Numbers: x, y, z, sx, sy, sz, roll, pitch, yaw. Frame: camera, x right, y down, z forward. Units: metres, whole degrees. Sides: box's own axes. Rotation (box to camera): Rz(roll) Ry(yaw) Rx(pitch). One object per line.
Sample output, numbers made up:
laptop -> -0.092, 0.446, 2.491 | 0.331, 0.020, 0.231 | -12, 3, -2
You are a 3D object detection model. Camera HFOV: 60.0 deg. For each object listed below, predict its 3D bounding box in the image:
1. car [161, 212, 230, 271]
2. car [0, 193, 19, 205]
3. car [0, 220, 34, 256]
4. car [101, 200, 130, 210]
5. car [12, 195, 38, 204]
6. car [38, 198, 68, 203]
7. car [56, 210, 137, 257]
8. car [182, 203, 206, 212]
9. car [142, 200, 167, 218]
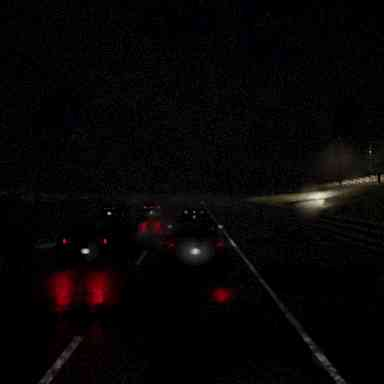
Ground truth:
car -> 0.103, 1.561, 10.898 | 1.994, 1.385, 4.181 | 0, 0, 0
car -> -24.384, 1.209, 43.195 | 2.150, 2.045, 5.566 | 0, 0, 1
car -> -6.903, 1.522, 10.688 | 1.812, 1.442, 4.674 | 0, 0, 0
car -> -6.788, 1.495, 29.795 | 1.837, 1.490, 4.892 | 0, 0, 0
car -> -20.883, 1.513, 43.247 | 1.812, 1.442, 4.674 | 0, 0, 0
car -> -17.390, 1.534, 43.209 | 2.033, 1.411, 5.357 | 0, 0, 0
car -> -3.382, 1.597, 12.847 | 1.895, 1.301, 4.718 | 0, 0, 0
car -> 0.195, 1.591, 27.824 | 1.895, 1.301, 4.718 | 0, 0, 1
car -> -3.291, 1.481, 29.652 | 2.128, 1.511, 4.902 | 0, 0, 1
